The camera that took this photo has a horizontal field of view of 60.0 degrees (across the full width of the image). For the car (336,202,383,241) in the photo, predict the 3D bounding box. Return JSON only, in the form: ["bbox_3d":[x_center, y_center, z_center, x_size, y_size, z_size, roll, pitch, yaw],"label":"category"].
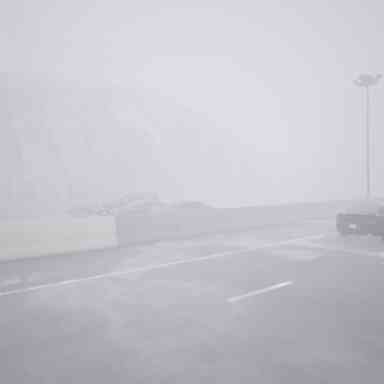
[{"bbox_3d":[8.375,1.181,14.895,5.008,1.535,1.882,-1,1,-39],"label":"car"}]

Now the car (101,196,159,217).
[{"bbox_3d":[-3.528,1.319,23.479,4.892,1.490,1.837,-1,1,-39],"label":"car"}]

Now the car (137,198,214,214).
[{"bbox_3d":[-0.709,1.295,21.253,4.892,1.490,1.837,-1,1,-39],"label":"car"}]

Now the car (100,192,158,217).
[{"bbox_3d":[-5.075,1.028,26.720,5.566,2.045,2.150,-1,1,-39],"label":"car"}]
